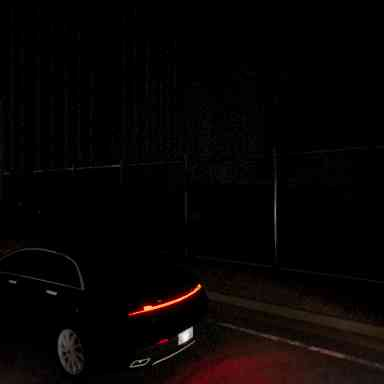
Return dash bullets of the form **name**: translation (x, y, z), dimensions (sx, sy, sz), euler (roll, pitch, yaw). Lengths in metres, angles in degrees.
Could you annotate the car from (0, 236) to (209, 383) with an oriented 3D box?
- **car**: translation (-2.041, 1.505, 5.474), dimensions (4.892, 1.490, 1.837), euler (0, 0, 36)
